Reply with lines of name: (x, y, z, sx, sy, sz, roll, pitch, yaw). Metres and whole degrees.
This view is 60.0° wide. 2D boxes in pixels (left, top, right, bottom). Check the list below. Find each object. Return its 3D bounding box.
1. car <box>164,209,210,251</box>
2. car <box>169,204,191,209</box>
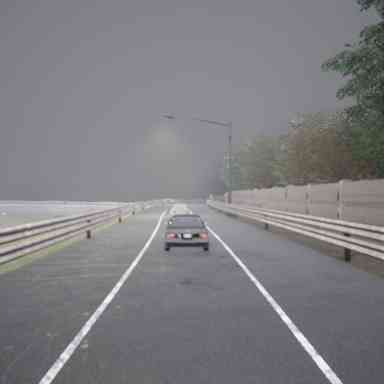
car: (-0.257, 1.697, 14.828, 2.033, 1.411, 5.357, 0, -1, -2)
car: (-1.101, 1.828, 30.261, 1.812, 1.442, 4.674, 0, 0, -4)
